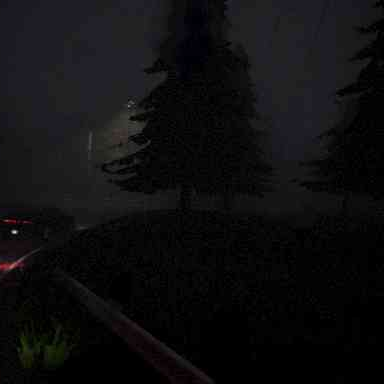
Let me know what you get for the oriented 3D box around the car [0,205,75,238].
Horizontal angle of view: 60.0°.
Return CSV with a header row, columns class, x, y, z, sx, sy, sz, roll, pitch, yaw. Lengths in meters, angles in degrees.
class,x,y,z,sx,sy,sz,roll,pitch,yaw
car,-7.393,1.407,16.484,1.837,1.490,4.892,4,1,2
